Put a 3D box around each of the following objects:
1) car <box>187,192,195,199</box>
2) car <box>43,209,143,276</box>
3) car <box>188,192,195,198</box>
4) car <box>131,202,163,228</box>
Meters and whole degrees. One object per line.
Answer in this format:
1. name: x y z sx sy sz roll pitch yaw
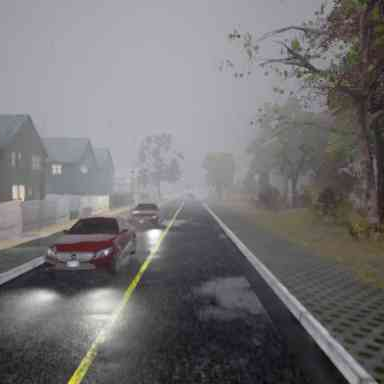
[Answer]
1. car: -0.221 1.020 81.226 1.837 1.490 4.892 0 0 0
2. car: -2.872 1.475 10.369 1.812 1.442 4.674 0 0 0
3. car: -0.251 0.866 91.657 1.837 1.490 4.892 0 0 0
4. car: -2.893 1.410 21.408 1.812 1.442 4.674 0 0 0
